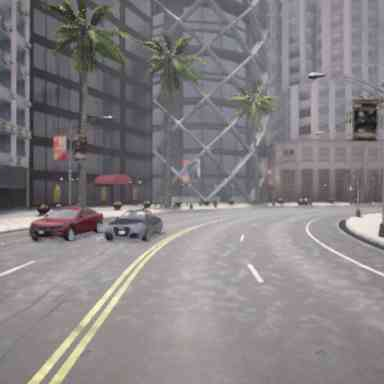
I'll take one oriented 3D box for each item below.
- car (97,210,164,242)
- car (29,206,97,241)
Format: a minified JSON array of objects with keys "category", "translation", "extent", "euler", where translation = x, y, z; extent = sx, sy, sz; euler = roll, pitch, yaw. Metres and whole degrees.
[{"category":"car","translation":[-2.803,1.618,16.762],"extent":[1.994,1.385,4.181],"euler":[0,0,10]},{"category":"car","translation":[-6.274,1.530,17.186],"extent":[1.882,1.535,5.008],"euler":[0,0,9]}]
